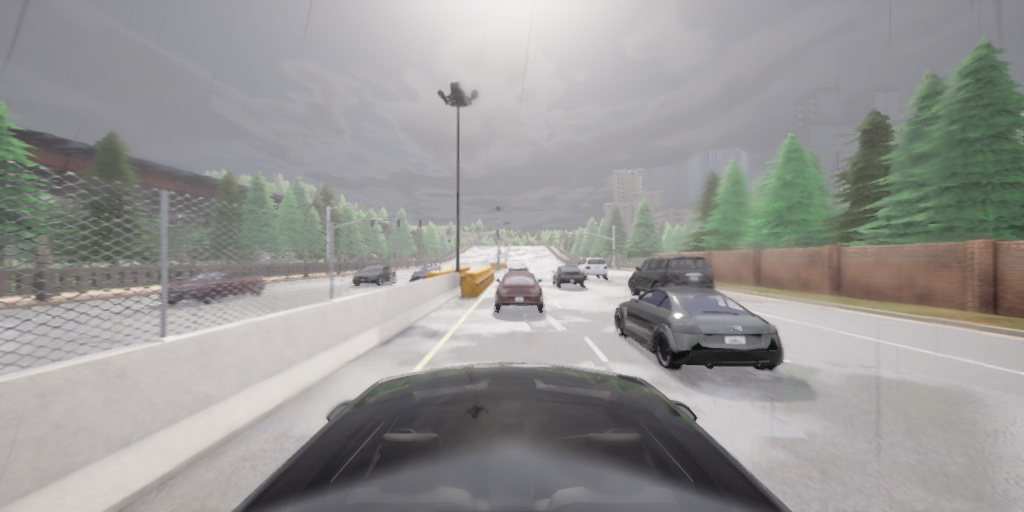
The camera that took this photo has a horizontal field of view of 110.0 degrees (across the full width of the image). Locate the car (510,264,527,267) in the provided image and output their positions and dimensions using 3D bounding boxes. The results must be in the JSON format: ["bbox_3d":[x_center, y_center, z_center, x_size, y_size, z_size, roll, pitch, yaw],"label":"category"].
[{"bbox_3d":[0.556,1.440,31.553,2.128,1.511,4.902,0,0,1],"label":"car"}]

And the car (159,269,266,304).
[{"bbox_3d":[-13.859,1.377,17.036,1.812,1.442,4.674,0,0,1],"label":"car"}]

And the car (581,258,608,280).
[{"bbox_3d":[7.683,1.192,34.405,2.150,2.045,5.566,0,0,3],"label":"car"}]

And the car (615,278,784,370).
[{"bbox_3d":[3.680,1.355,7.863,1.994,1.385,4.181,0,0,1],"label":"car"}]

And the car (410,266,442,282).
[{"bbox_3d":[-6.595,1.479,28.977,2.033,1.411,5.357,0,0,1],"label":"car"}]

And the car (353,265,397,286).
[{"bbox_3d":[-10.152,1.424,26.944,1.837,1.490,4.892,0,-1,1],"label":"car"}]

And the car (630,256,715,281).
[{"bbox_3d":[7.331,1.066,17.022,2.150,2.045,5.566,0,-1,1],"label":"car"}]

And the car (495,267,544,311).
[{"bbox_3d":[0.290,1.363,14.770,1.812,1.442,4.674,0,-1,1],"label":"car"}]

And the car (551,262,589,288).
[{"bbox_3d":[3.964,1.414,25.770,1.837,1.490,4.892,0,-1,1],"label":"car"}]
